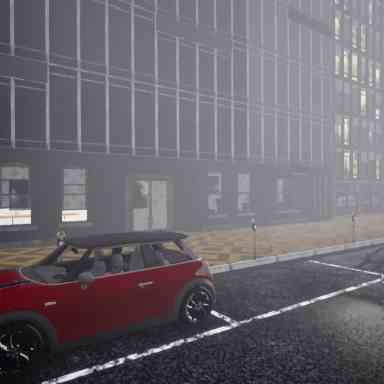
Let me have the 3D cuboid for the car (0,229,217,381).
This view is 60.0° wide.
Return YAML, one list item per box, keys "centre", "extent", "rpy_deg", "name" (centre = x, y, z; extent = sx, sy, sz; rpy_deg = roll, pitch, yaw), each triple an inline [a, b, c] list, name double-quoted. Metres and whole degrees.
- centre: [-1.639, 1.440, 5.396]
  extent: [4.097, 1.590, 1.967]
  rpy_deg: [0, 0, -35]
  name: "car"

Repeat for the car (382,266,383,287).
- centre: [6.306, 1.503, 7.733]
  extent: [4.892, 1.490, 1.837]
  rpy_deg: [0, 0, -35]
  name: "car"
